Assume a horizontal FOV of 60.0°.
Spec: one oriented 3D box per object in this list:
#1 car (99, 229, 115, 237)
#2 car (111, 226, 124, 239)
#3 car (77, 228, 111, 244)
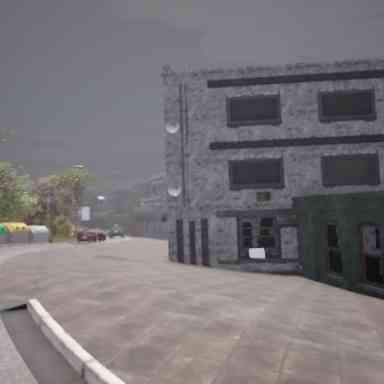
[{"bbox_3d":[-17.586,8.519,68.806,2.033,1.411,5.357,-1,-5,-28],"label":"car"},{"bbox_3d":[-12.572,6.732,55.232,2.150,2.045,5.566,-1,-7,-14],"label":"car"},{"bbox_3d":[-10.226,4.478,34.298,1.882,1.535,5.008,-2,-7,1],"label":"car"}]
